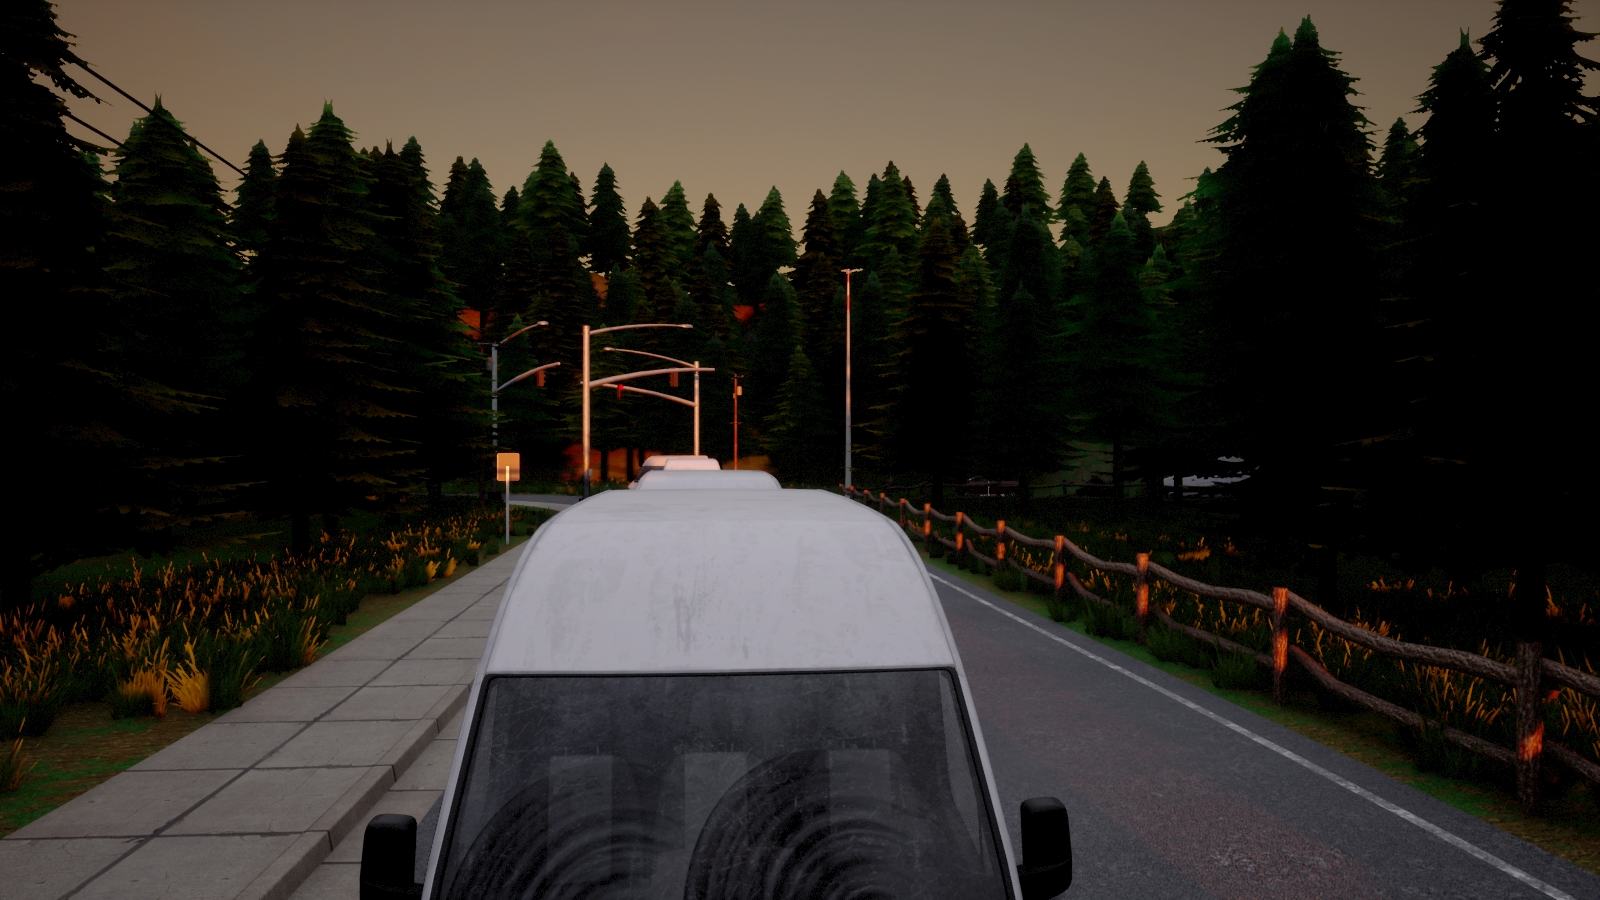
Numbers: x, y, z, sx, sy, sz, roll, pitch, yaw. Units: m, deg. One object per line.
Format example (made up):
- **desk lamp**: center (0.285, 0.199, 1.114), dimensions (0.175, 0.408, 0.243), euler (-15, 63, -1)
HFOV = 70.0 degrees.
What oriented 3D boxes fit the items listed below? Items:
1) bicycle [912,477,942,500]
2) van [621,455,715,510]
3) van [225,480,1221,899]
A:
- **bicycle**: center (7.173, 2.158, 64.725), dimensions (1.487, 1.276, 0.859), euler (0, 0, -12)
- **van**: center (-6.385, 1.515, 56.029), dimensions (1.988, 2.561, 5.915), euler (0, 0, 22)
- **van**: center (-0.361, 1.499, 5.231), dimensions (1.988, 2.561, 5.915), euler (0, 0, -5)
